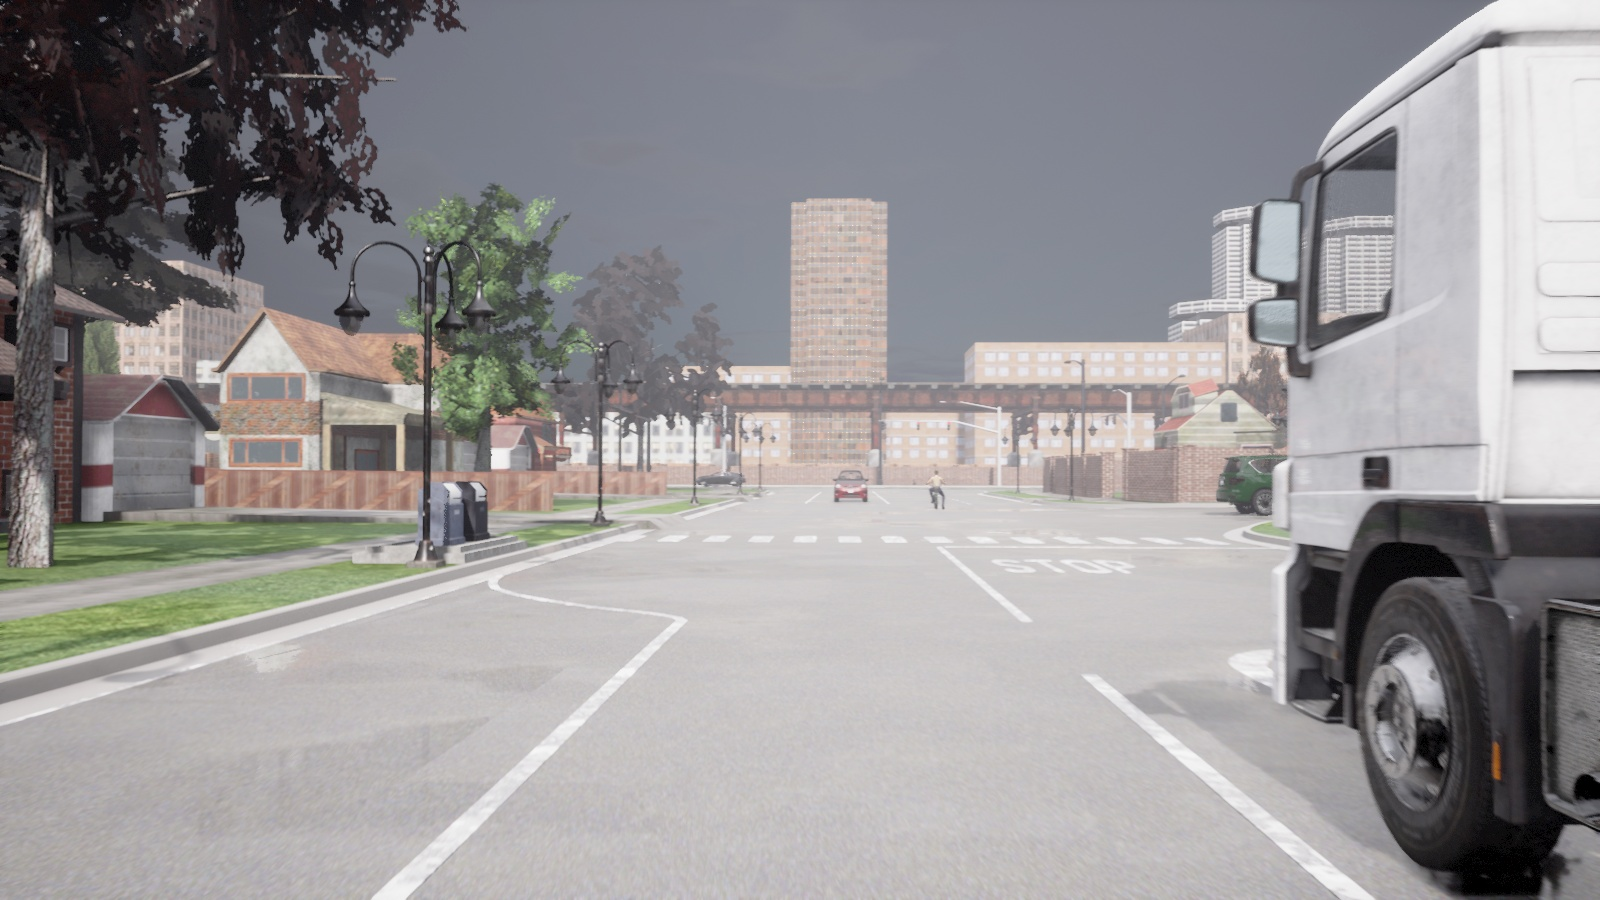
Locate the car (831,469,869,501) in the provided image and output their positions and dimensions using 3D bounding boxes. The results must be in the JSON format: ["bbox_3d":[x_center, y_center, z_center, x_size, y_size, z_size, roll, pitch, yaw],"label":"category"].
[{"bbox_3d":[2.568,1.785,64.643,1.851,1.617,3.988,0,-1,2],"label":"car"}]

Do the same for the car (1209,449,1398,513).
[{"bbox_3d":[17.072,1.055,42.805,5.566,2.045,2.150,-1,-1,2],"label":"car"}]

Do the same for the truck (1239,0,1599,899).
[{"bbox_3d":[3.705,-0.136,2.822,2.891,3.462,7.936,0,-1,2],"label":"truck"}]
